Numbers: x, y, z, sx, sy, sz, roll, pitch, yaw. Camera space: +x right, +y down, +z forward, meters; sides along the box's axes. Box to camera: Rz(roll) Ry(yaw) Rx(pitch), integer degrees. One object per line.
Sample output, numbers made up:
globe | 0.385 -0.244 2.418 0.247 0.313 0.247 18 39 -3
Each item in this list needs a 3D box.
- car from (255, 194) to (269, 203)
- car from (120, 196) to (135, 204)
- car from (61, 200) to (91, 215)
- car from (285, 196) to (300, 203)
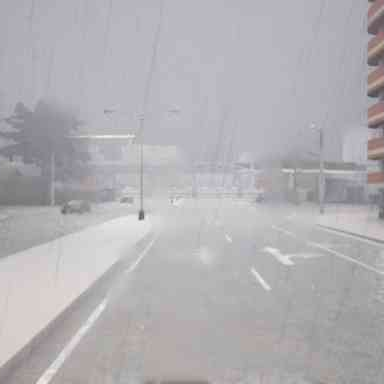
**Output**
car | 13.189 1.236 62.173 2.242 1.667 4.611 0 0 0
car | -11.520 1.368 59.434 1.994 1.385 4.181 0 0 0
car | -11.511 1.494 33.318 1.812 1.442 4.674 0 0 0
car | 18.933 1.396 62.938 1.970 1.475 3.806 0 0 0
